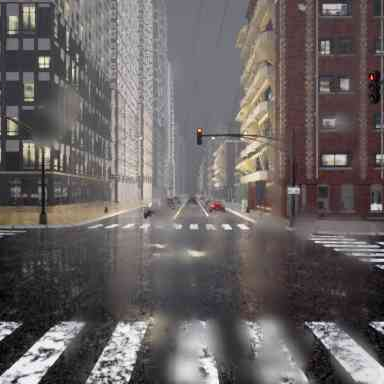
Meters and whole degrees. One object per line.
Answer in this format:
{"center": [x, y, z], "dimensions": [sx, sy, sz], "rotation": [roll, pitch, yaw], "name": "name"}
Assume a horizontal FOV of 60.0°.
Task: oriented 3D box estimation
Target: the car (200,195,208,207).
{"center": [2.678, 1.567, 50.082], "dimensions": [2.008, 1.369, 4.403], "rotation": [0, 0, 0], "name": "car"}

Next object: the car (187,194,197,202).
{"center": [-0.017, 1.218, 69.736], "dimensions": [2.097, 1.767, 4.553], "rotation": [0, 0, 0], "name": "car"}

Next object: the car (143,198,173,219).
{"center": [-3.109, 1.553, 29.670], "dimensions": [2.033, 1.411, 5.357], "rotation": [0, 0, 0], "name": "car"}

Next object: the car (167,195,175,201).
{"center": [-5.713, 1.595, 89.620], "dimensions": [1.887, 1.381, 4.507], "rotation": [0, 0, 0], "name": "car"}

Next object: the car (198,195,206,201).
{"center": [2.667, 1.491, 89.622], "dimensions": [1.967, 1.590, 4.097], "rotation": [0, 0, 0], "name": "car"}

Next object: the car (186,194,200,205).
{"center": [-0.015, 1.549, 59.763], "dimensions": [1.812, 1.442, 4.674], "rotation": [0, 0, 0], "name": "car"}

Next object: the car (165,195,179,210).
{"center": [-3.109, 1.517, 43.249], "dimensions": [1.837, 1.490, 4.892], "rotation": [0, 0, 0], "name": "car"}

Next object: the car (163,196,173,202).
{"center": [-5.710, 1.589, 78.322], "dimensions": [2.008, 1.369, 4.403], "rotation": [0, 0, 0], "name": "car"}

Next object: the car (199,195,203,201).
{"center": [2.677, 1.571, 55.730], "dimensions": [2.008, 1.369, 4.403], "rotation": [0, 0, 0], "name": "car"}

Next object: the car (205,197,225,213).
{"center": [2.732, 1.591, 37.165], "dimensions": [1.802, 1.307, 4.206], "rotation": [0, 0, 0], "name": "car"}

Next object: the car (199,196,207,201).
{"center": [2.669, 1.626, 83.974], "dimensions": [1.802, 1.307, 4.206], "rotation": [0, 0, 0], "name": "car"}

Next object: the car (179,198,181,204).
{"center": [-3.030, 1.550, 62.493], "dimensions": [1.812, 1.442, 4.674], "rotation": [0, 0, 0], "name": "car"}
